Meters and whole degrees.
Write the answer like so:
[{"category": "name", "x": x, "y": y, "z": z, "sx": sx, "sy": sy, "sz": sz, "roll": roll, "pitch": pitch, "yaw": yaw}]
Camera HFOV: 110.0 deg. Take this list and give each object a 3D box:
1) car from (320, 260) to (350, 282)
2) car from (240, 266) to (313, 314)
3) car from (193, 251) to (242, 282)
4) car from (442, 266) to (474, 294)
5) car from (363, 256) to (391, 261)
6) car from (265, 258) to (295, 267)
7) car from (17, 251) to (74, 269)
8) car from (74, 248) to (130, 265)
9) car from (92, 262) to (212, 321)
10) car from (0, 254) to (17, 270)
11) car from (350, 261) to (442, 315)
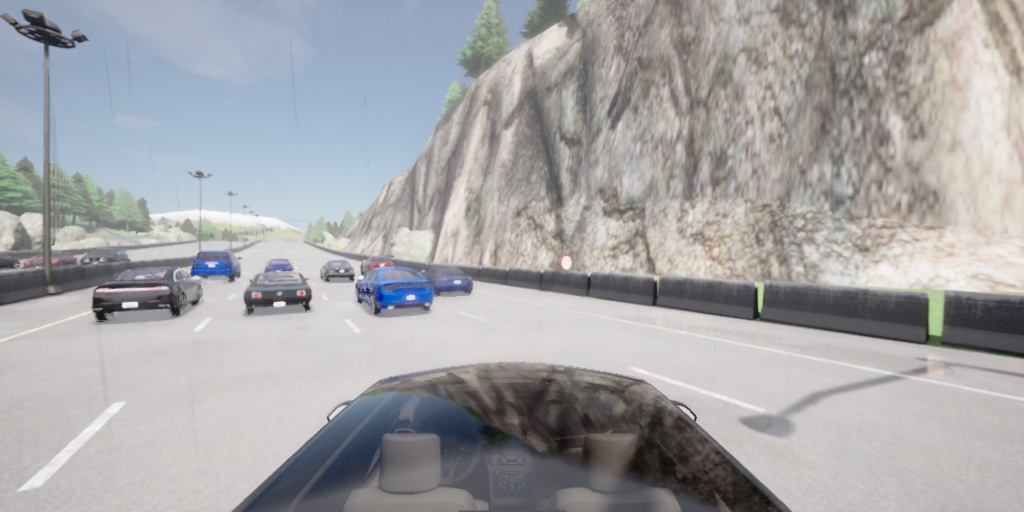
[{"category": "car", "x": -12.631, "y": 1.011, "z": 25.909, "sx": 2.033, "sy": 1.411, "sz": 5.357, "roll": 0, "pitch": 1, "yaw": -33}, {"category": "car", "x": -8.676, "y": 1.238, "z": 13.423, "sx": 1.895, "sy": 1.301, "sz": 4.718, "roll": 0, "pitch": 1, "yaw": -33}, {"category": "car", "x": -19.959, "y": 0.646, "z": 24.382, "sx": 2.150, "sy": 2.045, "sz": 5.566, "roll": 0, "pitch": 1, "yaw": -33}, {"category": "car", "x": -3.635, "y": 1.178, "z": 18.531, "sx": 1.994, "sy": 1.385, "sz": 4.181, "roll": 0, "pitch": 1, "yaw": -33}, {"category": "car", "x": -11.555, "y": 0.753, "z": 30.724, "sx": 2.097, "sy": 1.767, "sz": 4.553, "roll": 0, "pitch": 1, "yaw": -33}, {"category": "car", "x": -18.147, "y": 0.910, "z": 28.037, "sx": 1.812, "sy": 1.442, "sz": 4.674, "roll": 0, "pitch": 1, "yaw": -33}, {"category": "car", "x": -42.549, "y": 0.380, "z": 33.190, "sx": 2.097, "sy": 1.767, "sz": 4.553, "roll": 0, "pitch": 1, "yaw": -33}, {"category": "car", "x": -39.508, "y": 0.252, "z": 34.926, "sx": 2.150, "sy": 2.045, "sz": 5.566, "roll": 0, "pitch": 1, "yaw": -33}, {"category": "car", "x": -11.939, "y": 1.124, "z": 12.029, "sx": 2.128, "sy": 1.511, "sz": 4.902, "roll": 0, "pitch": 1, "yaw": -33}, {"category": "car", "x": -45.389, "y": 0.512, "z": 31.140, "sx": 1.882, "sy": 1.535, "sz": 5.008, "roll": 0, "pitch": 1, "yaw": -33}, {"category": "car", "x": -4.542, "y": 1.137, "z": 13.450, "sx": 1.882, "sy": 1.535, "sz": 5.008, "roll": 0, "pitch": 1, "yaw": -33}]
